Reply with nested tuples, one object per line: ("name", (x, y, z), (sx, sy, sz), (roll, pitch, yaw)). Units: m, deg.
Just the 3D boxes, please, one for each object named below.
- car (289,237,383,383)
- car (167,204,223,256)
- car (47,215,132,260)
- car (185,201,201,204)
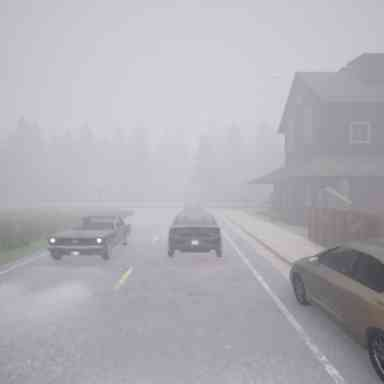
("car", (2.971, 1.444, 5.338), (1.816, 1.474, 4.193), (-6, 1, -2))
("car", (0.099, 1.452, 13.054), (1.882, 1.535, 5.008), (0, 0, 0))
("car", (-3.577, 1.576, 12.427), (1.895, 1.301, 4.718), (0, 0, 0))
("car", (0.082, 1.491, 28.370), (2.033, 1.411, 5.357), (0, 0, 0))
